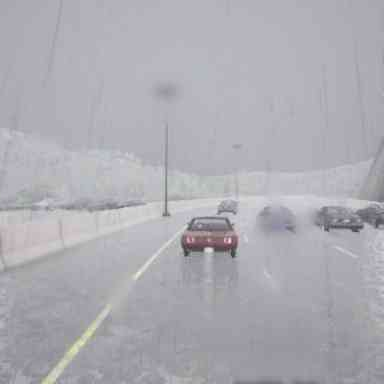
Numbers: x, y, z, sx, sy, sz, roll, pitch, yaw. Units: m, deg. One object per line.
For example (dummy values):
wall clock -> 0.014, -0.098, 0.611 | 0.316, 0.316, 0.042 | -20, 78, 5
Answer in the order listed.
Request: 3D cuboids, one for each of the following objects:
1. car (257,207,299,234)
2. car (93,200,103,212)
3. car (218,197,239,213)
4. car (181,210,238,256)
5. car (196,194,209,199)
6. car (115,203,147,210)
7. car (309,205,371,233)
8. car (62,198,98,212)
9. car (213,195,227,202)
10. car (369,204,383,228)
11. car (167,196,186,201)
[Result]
car -> 4.861, 1.549, 19.314 | 2.033, 1.411, 5.357 | 0, 0, 7
car -> -10.002, 1.475, 37.494 | 1.837, 1.490, 4.892 | 0, 0, 12
car -> 3.771, 1.542, 34.262 | 2.033, 1.411, 5.357 | 0, 0, 12
car -> 0.738, 1.598, 13.056 | 1.895, 1.301, 4.718 | 0, 0, 5
car -> 3.047, 1.250, 77.186 | 2.097, 1.767, 4.553 | 0, 0, 24
car -> -6.627, 1.576, 36.677 | 1.895, 1.301, 4.718 | 0, 0, 12
car -> 8.466, 1.556, 19.955 | 2.033, 1.411, 5.357 | 0, 0, 7
car -> -13.148, 1.469, 39.499 | 1.837, 1.490, 4.892 | 0, 0, 12
car -> 6.373, 1.401, 76.040 | 1.812, 1.442, 4.674 | 0, 0, 24
car -> 12.286, 1.506, 21.802 | 2.128, 1.511, 4.902 | 0, 0, 8
car -> -4.078, 1.161, 78.418 | 2.150, 2.045, 5.566 | 0, 0, 23
